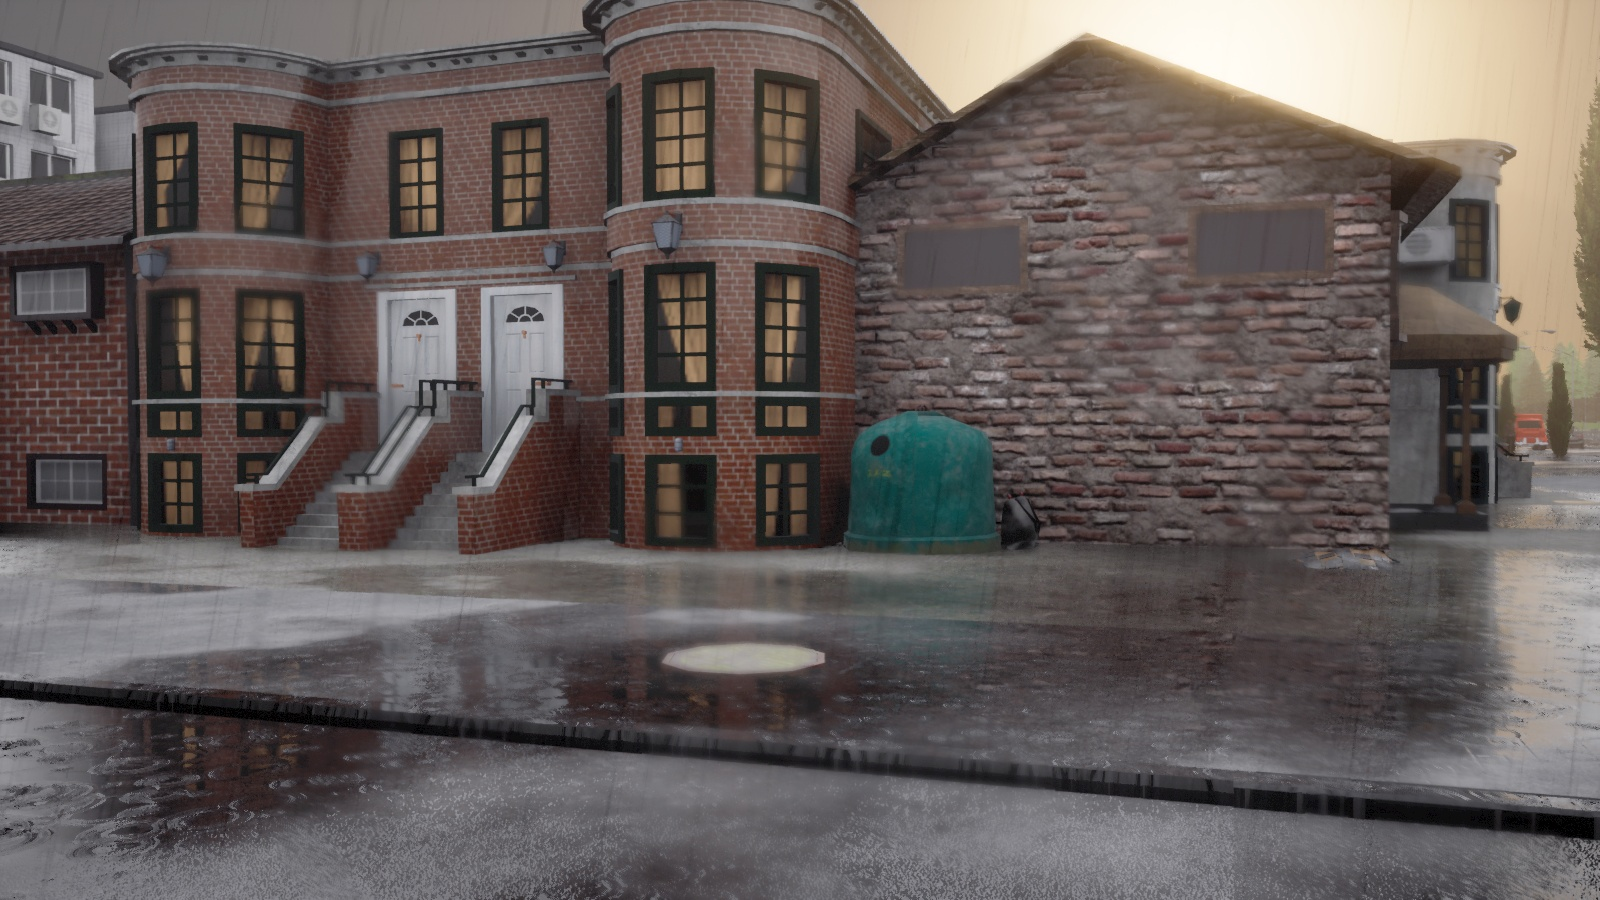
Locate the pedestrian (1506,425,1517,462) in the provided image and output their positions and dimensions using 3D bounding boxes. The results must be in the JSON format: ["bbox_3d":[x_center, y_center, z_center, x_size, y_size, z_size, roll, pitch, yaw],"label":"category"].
[{"bbox_3d":[34.982,-0.321,61.777,0.331,1.846,0.634,1,1,18],"label":"pedestrian"}]

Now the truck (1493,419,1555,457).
[{"bbox_3d":[48.732,-0.833,84.657,2.627,2.467,5.204,1,1,19],"label":"truck"}]
